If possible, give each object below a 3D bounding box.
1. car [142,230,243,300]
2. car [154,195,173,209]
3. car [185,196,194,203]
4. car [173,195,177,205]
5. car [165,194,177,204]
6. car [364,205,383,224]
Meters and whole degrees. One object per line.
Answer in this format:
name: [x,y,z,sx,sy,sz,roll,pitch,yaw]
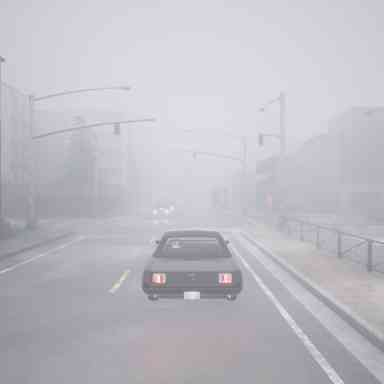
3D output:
car: [0.009,1.601,8.302,1.895,1.301,4.718,0,0,0]
car: [-3.905,1.505,44.310,1.837,1.490,4.892,0,0,0]
car: [-0.461,1.491,66.584,2.128,1.511,4.902,0,0,0]
car: [-3.962,1.601,53.575,1.895,1.301,4.718,0,0,0]
car: [-3.992,1.352,63.744,2.097,1.767,4.553,0,0,0]
car: [15.473,1.668,24.739,4.902,1.511,2.128,0,0,-1]
